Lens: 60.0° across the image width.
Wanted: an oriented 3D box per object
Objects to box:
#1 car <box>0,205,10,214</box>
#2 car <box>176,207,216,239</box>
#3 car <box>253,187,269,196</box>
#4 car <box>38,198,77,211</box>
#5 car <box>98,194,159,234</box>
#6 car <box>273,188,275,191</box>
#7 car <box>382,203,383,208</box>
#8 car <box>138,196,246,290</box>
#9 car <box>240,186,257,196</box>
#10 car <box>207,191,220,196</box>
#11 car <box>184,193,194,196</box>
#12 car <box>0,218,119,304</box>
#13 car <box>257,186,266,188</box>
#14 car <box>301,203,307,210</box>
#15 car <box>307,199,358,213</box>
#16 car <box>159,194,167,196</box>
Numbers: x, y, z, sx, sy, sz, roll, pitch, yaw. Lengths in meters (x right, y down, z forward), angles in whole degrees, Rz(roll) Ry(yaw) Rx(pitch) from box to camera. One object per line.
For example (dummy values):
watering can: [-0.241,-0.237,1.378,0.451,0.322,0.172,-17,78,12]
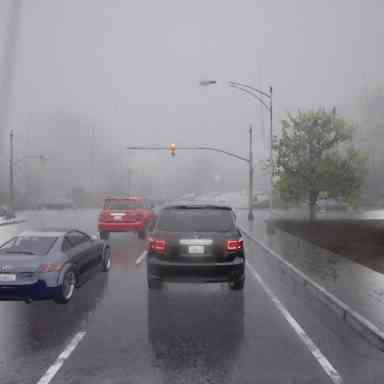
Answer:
car: [-22.427,1.741,36.059,4.902,1.511,2.128,-1,0,2]
car: [0.249,1.605,18.461,1.994,1.385,4.181,0,0,2]
car: [17.535,0.264,83.629,1.895,1.301,4.718,0,3,33]
car: [-17.419,1.530,42.960,4.553,1.767,2.097,-1,0,0]
car: [-3.282,1.260,17.632,2.150,2.045,5.566,0,0,1]
car: [23.244,-0.477,92.014,2.033,1.411,5.357,0,3,38]
car: [25.878,1.350,40.508,4.892,1.490,1.837,-2,0,3]
car: [0.103,1.234,9.233,2.150,2.045,5.566,0,0,0]
car: [13.966,0.093,84.502,2.097,1.767,4.553,0,3,33]
car: [5.322,0.580,83.500,2.128,1.511,4.902,0,3,28]
car: [-0.830,1.124,70.530,2.097,1.767,4.553,0,2,21]
car: [-3.405,1.574,8.230,1.994,1.385,4.181,0,0,2]
car: [19.646,-0.763,93.035,2.150,2.045,5.566,0,3,38]
car: [16.084,1.549,41.070,4.902,1.511,2.128,-1,0,3]
car: [15.977,1.646,37.570,4.718,1.301,1.895,-1,0,3]
car: [-5.695,1.348,55.749,2.150,2.045,5.566,0,0,15]
